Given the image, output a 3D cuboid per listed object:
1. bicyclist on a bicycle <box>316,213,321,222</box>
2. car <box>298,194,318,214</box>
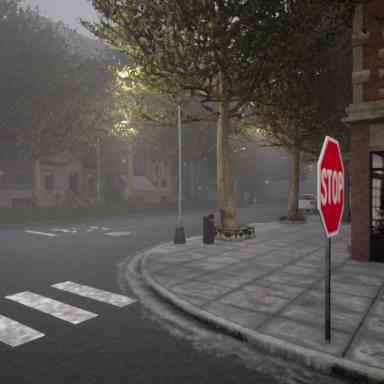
[{"bbox_3d":[9.398,1.301,22.907,1.656,1.620,0.582,0,0,36],"label":"bicyclist on a bicycle"},{"bbox_3d":[12.856,1.230,35.732,2.435,2.045,5.566,0,0,36],"label":"car"}]
